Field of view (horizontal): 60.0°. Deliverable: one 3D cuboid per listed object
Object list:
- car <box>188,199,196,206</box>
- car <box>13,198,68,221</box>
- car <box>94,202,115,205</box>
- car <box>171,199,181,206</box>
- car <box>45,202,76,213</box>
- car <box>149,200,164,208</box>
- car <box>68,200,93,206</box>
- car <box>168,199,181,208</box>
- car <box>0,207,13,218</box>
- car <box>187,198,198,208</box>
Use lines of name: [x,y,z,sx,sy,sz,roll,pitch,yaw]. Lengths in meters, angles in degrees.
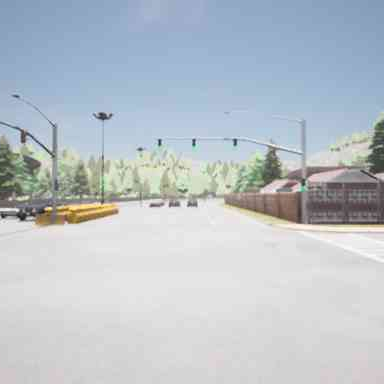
car: [-0.003,2.329,74.295,1.837,1.490,4.892,0,-1,1]
car: [-14.092,1.571,31.332,2.150,2.045,5.566,0,-1,0]
car: [-14.067,2.161,55.000,2.033,1.411,5.357,0,-1,0]
car: [-3.503,2.308,74.396,1.882,1.535,5.008,0,-1,1]
car: [-17.598,2.047,44.826,2.033,1.411,5.357,0,-1,0]
car: [-6.903,2.297,62.436,1.895,1.301,4.718,0,-1,0]
car: [-14.101,1.981,40.847,1.812,1.442,4.674,0,-1,0]
car: [-3.415,2.071,64.451,2.097,1.767,4.553,0,-1,0]
car: [-17.601,1.982,34.168,1.895,1.301,4.718,0,-1,0]
car: [0.097,2.068,64.177,2.097,1.767,4.553,0,-1,0]
